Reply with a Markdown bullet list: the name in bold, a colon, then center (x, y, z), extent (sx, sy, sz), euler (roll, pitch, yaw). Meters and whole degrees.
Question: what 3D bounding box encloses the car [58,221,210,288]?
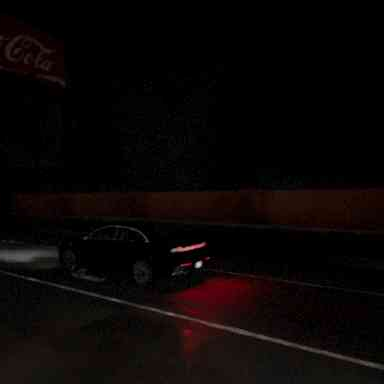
- **car**: center (-1.832, 1.581, 9.502), extent (4.902, 1.511, 2.128), euler (-1, -1, 35)
